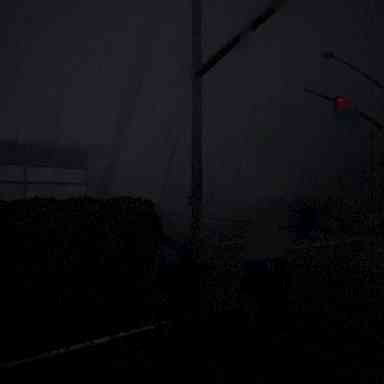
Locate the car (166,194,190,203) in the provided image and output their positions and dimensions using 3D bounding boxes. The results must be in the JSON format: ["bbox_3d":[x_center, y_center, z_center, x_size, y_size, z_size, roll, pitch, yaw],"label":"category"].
[{"bbox_3d":[-2.240,1.095,65.550,4.605,1.855,1.932,0,0,-35],"label":"car"}]

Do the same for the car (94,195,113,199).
[{"bbox_3d":[-21.808,1.347,83.489,5.357,1.411,2.033,0,0,-35],"label":"car"}]

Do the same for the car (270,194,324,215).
[{"bbox_3d":[10.458,1.328,32.596,5.027,1.636,2.152,0,0,-35],"label":"car"}]

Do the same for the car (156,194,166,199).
[{"bbox_3d":[-8.322,1.329,92.836,4.674,1.442,1.812,0,0,-35],"label":"car"}]

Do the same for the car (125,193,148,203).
[{"bbox_3d":[-10.574,1.075,63.747,3.866,1.878,1.905,0,0,-35],"label":"car"}]

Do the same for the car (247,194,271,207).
[{"bbox_3d":[9.979,1.316,46.702,3.633,1.501,1.845,0,0,-35],"label":"car"}]

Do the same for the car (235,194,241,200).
[{"bbox_3d":[9.881,1.227,77.995,3.806,1.475,1.970,0,0,-35],"label":"car"}]

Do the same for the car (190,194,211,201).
[{"bbox_3d":[2.003,1.294,76.969,4.514,1.523,2.007,0,0,-35],"label":"car"}]

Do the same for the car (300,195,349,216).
[{"bbox_3d":[12.294,1.337,30.053,4.514,1.523,2.007,0,0,-35],"label":"car"}]

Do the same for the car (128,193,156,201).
[{"bbox_3d":[-9.174,1.359,60.670,3.806,1.475,1.970,0,0,-35],"label":"car"}]

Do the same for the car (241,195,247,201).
[{"bbox_3d":[13.816,1.149,72.916,5.027,1.636,2.152,0,0,-35],"label":"car"}]

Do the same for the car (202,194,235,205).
[{"bbox_3d":[4.300,1.295,54.924,4.514,1.523,2.007,0,0,-35],"label":"car"}]

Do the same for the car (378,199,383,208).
[{"bbox_3d":[25.854,1.379,43.149,3.806,1.475,1.970,0,0,-35],"label":"car"}]
